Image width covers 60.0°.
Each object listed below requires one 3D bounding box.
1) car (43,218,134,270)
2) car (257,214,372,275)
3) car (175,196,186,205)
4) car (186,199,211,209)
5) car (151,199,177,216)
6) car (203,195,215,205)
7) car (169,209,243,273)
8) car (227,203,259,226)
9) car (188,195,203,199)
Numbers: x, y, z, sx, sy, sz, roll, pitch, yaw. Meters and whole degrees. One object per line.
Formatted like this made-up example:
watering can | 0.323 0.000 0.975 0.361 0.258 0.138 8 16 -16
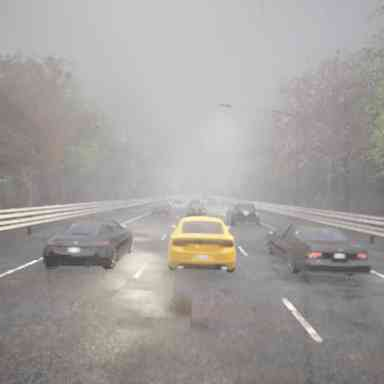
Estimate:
car | -3.200 1.559 11.057 1.994 1.385 4.181 1 0 0
car | 3.796 1.705 11.032 2.033 1.411 5.357 1 0 0
car | -2.804 1.865 68.131 2.033 1.411 5.357 1 0 0
car | 0.444 1.752 32.124 2.033 1.411 5.357 1 0 0
car | -3.040 1.683 34.148 2.033 1.411 5.357 1 0 0
car | 4.237 2.053 74.338 2.033 1.411 5.357 1 0 0
car | 0.303 1.554 11.080 1.882 1.535 5.008 1 0 0
car | 3.906 1.601 26.011 2.097 1.767 4.553 1 0 0
car | 0.667 1.859 64.323 1.882 1.535 5.008 1 0 0
